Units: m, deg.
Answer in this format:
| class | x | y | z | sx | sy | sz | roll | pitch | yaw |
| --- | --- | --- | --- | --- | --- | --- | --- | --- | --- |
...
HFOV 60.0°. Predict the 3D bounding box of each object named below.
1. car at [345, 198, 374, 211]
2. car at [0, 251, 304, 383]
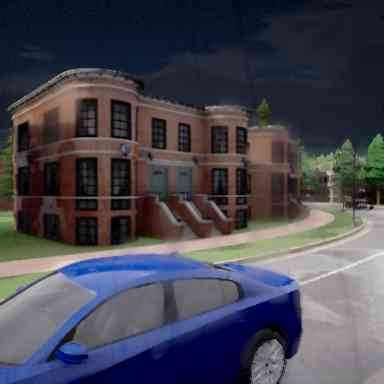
| class | x | y | z | sx | sy | sz | roll | pitch | yaw |
| --- | --- | --- | --- | --- | --- | --- | --- | --- | --- |
| car | 21.414 | 1.564 | 42.586 | 2.128 | 1.511 | 4.902 | 0 | 0 | 1 |
| car | -0.875 | 1.488 | 3.544 | 5.008 | 1.535 | 1.882 | 0 | 0 | -37 |
